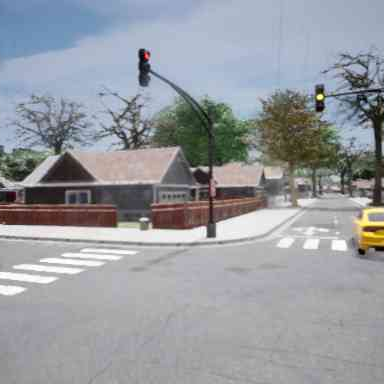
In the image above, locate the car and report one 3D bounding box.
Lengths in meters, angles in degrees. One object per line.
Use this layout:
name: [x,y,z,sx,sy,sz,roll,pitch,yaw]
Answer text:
car: [7.177,1.362,12.588,1.882,1.535,5.008,-1,0,23]
